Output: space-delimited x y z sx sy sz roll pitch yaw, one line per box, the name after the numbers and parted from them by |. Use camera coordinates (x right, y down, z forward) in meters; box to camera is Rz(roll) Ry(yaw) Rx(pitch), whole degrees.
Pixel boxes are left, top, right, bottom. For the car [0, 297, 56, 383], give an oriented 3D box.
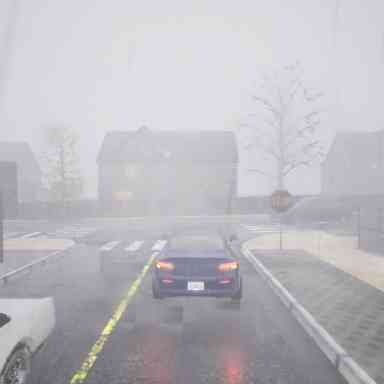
-2.770 1.600 2.166 1.895 1.301 4.718 0 0 1 | car

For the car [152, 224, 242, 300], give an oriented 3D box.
0.170 1.525 8.276 1.812 1.442 4.674 0 0 3 | car

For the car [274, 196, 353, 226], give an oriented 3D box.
7.616 1.109 21.188 4.553 1.767 2.097 -1 1 -3 | car
